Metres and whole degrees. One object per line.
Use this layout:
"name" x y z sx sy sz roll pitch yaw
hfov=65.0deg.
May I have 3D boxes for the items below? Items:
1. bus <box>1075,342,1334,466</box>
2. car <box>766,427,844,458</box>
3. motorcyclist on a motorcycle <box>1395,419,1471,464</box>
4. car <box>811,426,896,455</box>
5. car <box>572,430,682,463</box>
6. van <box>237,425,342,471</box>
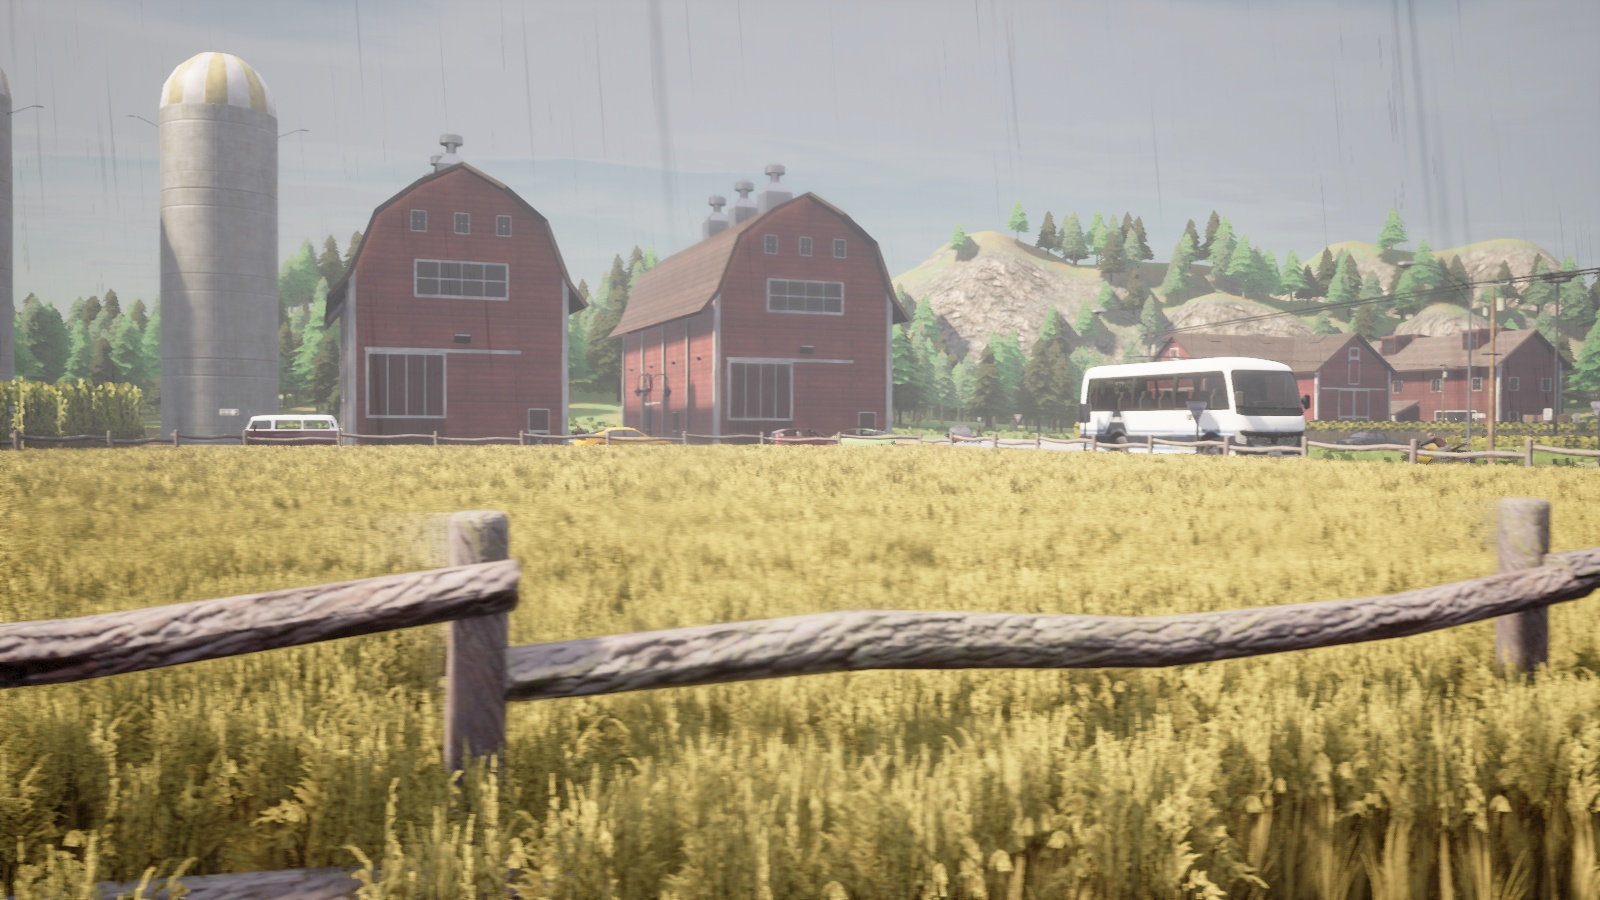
"bus" 15.256 -1.691 48.712 3.944 4.253 10.273 -1 1 -21
"car" 0.256 -0.395 65.567 3.705 1.549 1.789 -1 1 -16
"motorcyclist on a motorcycle" 21.994 -0.300 43.687 0.866 1.530 2.191 0 0 -43
"car" 2.989 -0.544 69.389 4.514 1.525 2.007 -1 1 7
"car" -8.545 -0.181 62.017 5.008 1.535 1.882 -1 1 -24
"van" -23.946 -0.119 59.049 4.480 2.038 2.069 -1 2 -21
